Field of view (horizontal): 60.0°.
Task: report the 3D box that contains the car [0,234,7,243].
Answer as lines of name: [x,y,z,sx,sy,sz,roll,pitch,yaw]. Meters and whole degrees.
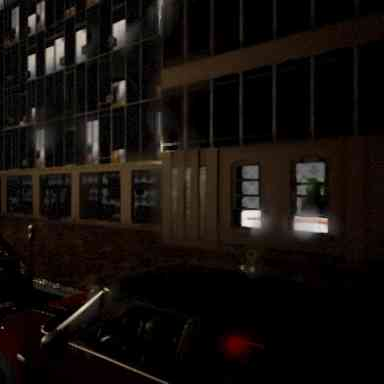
car: [-4.879,1.390,6.357,4.097,1.590,1.967,0,0,36]

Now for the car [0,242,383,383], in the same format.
car: [-0.245,1.428,3.051,4.097,1.590,1.967,0,0,36]
